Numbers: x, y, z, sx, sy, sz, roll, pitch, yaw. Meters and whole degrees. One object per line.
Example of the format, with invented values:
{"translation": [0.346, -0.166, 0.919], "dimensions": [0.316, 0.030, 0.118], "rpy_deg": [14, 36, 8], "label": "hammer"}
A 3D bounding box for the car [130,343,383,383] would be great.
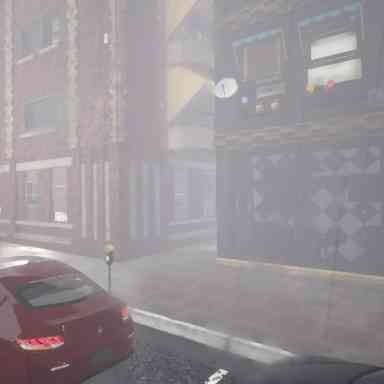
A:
{"translation": [1.975, 1.566, 1.439], "dimensions": [4.313, 1.339, 1.947], "rpy_deg": [0, -1, 35], "label": "car"}

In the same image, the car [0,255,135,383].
{"translation": [-2.633, 1.583, 4.720], "dimensions": [4.206, 1.307, 1.802], "rpy_deg": [0, -1, 35], "label": "car"}
